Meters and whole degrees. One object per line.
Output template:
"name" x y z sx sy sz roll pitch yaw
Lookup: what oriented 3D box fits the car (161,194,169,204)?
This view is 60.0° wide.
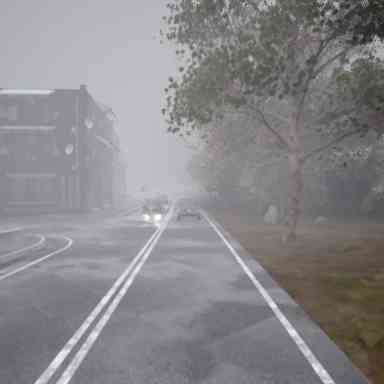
"car" -4.512 1.158 50.722 1.837 1.490 4.892 0 1 -2

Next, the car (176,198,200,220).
"car" -0.291 1.443 27.333 2.033 1.411 5.357 0 0 -1

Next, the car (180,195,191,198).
"car" -0.896 1.202 45.883 1.882 1.535 5.008 0 1 -2

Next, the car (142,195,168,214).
"car" -3.928 1.341 33.973 2.128 1.511 4.902 0 0 -2
